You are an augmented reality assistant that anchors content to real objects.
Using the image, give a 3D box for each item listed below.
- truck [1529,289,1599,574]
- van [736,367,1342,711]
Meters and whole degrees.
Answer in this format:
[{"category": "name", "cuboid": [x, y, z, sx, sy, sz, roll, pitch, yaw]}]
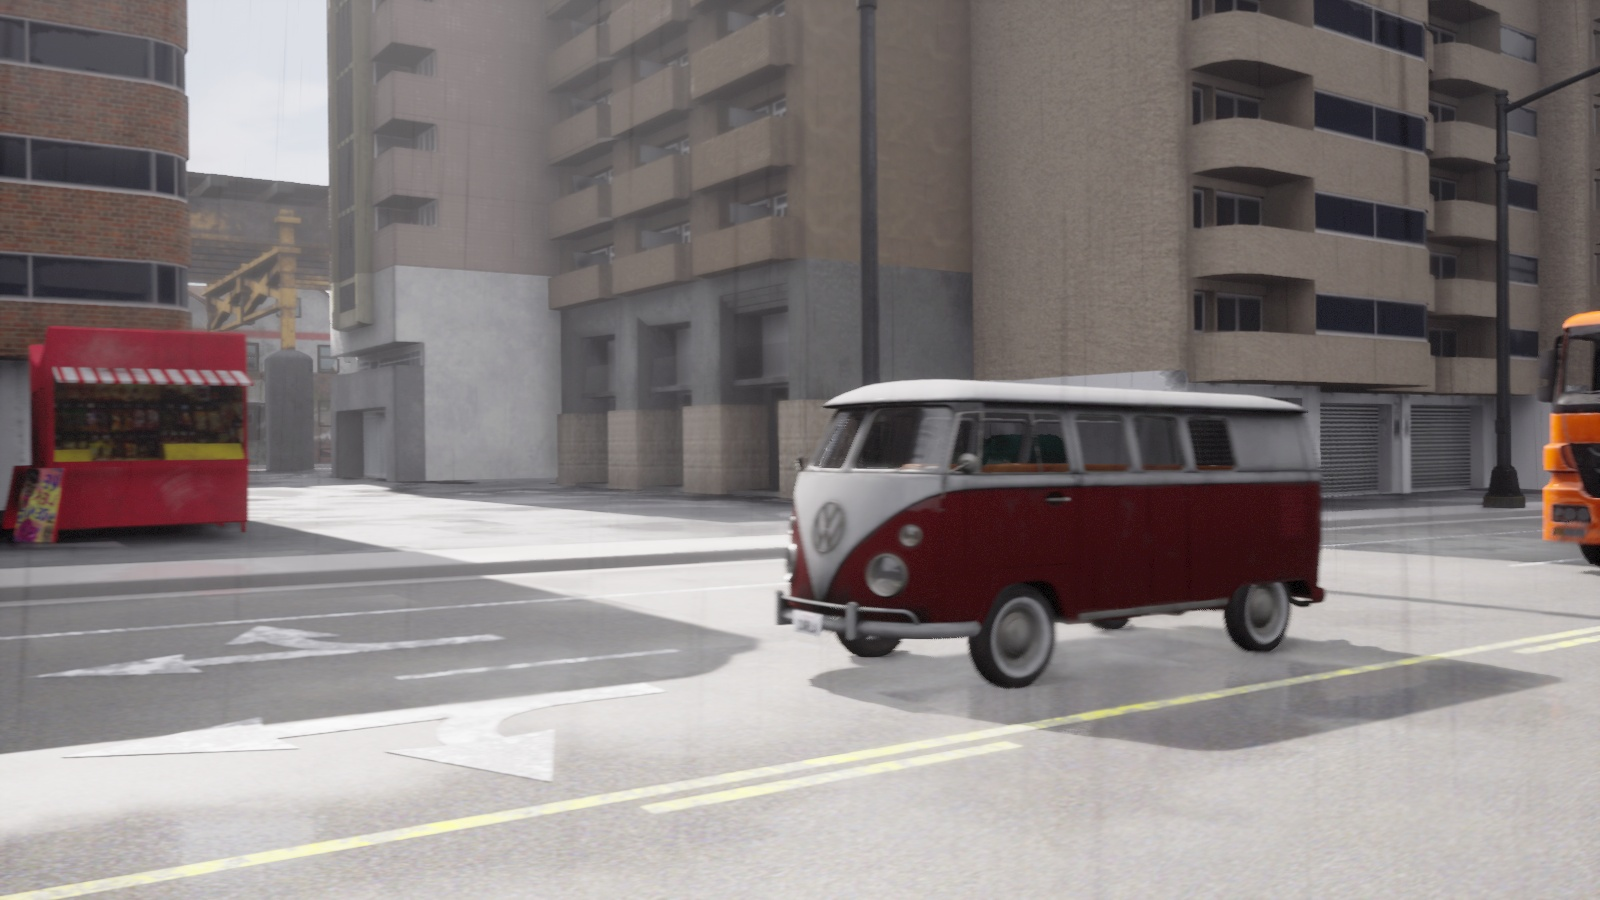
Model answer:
[{"category": "truck", "cuboid": [13.287, -0.228, 17.116, 7.936, 3.462, 2.891, 0, 0, -37]}, {"category": "van", "cuboid": [1.887, 0.515, 9.237, 4.442, 1.987, 1.775, 0, 0, -35]}]
